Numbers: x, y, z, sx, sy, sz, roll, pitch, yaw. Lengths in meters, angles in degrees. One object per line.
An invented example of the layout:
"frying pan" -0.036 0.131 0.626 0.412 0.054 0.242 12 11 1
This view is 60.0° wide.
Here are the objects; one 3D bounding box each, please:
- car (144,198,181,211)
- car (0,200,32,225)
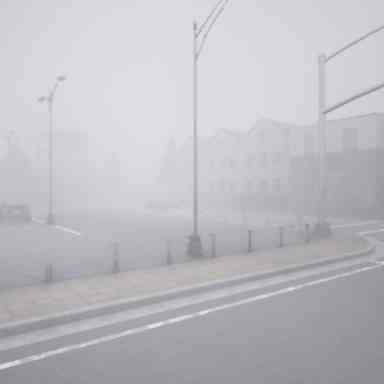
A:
"car" -3.314 1.317 36.326 2.033 1.411 5.357 0 0 -35
"car" -11.853 1.305 21.872 2.007 1.523 4.514 0 0 -36
